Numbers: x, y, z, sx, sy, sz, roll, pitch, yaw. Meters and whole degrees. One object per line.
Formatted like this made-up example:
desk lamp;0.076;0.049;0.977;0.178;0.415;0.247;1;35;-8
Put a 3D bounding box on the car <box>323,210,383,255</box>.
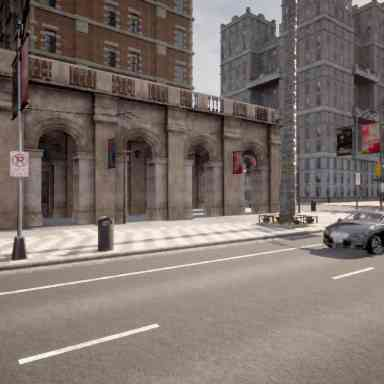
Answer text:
car;7.285;1.492;13.429;4.902;1.511;2.128;0;0;-35
